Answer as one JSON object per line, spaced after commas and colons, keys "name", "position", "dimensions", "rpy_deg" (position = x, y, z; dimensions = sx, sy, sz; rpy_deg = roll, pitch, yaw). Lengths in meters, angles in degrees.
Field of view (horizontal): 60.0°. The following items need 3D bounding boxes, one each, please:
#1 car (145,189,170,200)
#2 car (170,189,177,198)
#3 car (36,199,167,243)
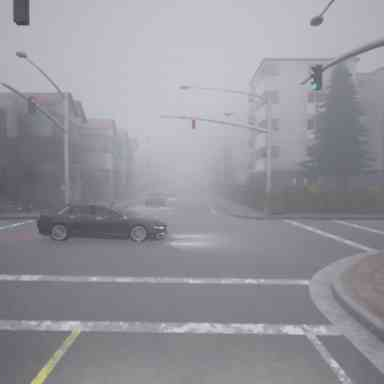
{"name": "car", "position": [-3.578, 0.648, 33.495], "dimensions": [1.837, 1.490, 4.892], "rpy_deg": [0, 2, 0]}
{"name": "car", "position": [-3.484, 0.218, 54.344], "dimensions": [1.895, 1.301, 4.718], "rpy_deg": [0, 1, 0]}
{"name": "car", "position": [-3.384, 1.140, 12.867], "dimensions": [4.892, 1.490, 1.837], "rpy_deg": [2, 1, 0]}
